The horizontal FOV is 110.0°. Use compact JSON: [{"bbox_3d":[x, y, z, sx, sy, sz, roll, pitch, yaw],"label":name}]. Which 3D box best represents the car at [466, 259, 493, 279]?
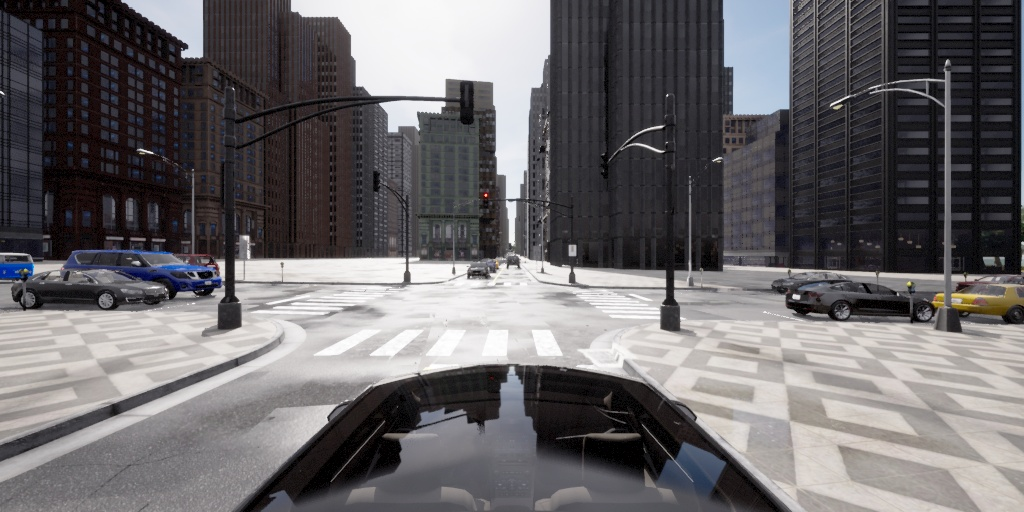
[{"bbox_3d":[-3.035,1.253,33.250,1.837,1.490,4.892,0,0,0],"label":"car"}]

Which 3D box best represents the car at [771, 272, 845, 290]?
[{"bbox_3d":[17.820,1.590,21.208,4.403,1.370,2.007,0,0,0],"label":"car"}]

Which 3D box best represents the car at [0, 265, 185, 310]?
[{"bbox_3d":[-14.758,1.116,12.661,4.403,1.370,2.007,0,0,0],"label":"car"}]

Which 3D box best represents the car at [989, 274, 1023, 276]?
[{"bbox_3d":[29.106,1.765,21.183,4.507,1.381,1.888,0,0,0],"label":"car"}]

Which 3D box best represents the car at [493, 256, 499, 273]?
[{"bbox_3d":[-3.009,1.100,43.502,2.097,1.767,4.553,0,0,0],"label":"car"}]

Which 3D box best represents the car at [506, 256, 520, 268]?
[{"bbox_3d":[0.223,0.969,61.675,2.150,2.045,5.566,0,0,0],"label":"car"}]

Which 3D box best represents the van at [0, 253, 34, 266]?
[{"bbox_3d":[-31.105,0.679,21.224,3.998,1.789,1.690,0,0,0],"label":"van"}]

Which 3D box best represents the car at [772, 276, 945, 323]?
[{"bbox_3d":[12.150,1.523,12.696,4.313,1.339,1.948,0,0,0],"label":"car"}]

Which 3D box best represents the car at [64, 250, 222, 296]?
[{"bbox_3d":[-15.814,0.771,15.419,5.566,2.045,2.150,1,0,0],"label":"car"}]

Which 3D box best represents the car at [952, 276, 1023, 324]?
[{"bbox_3d":[17.962,1.570,12.683,4.829,1.417,1.751,0,0,0],"label":"car"}]

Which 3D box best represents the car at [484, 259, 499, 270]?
[{"bbox_3d":[-2.981,1.225,53.702,1.882,1.535,5.008,0,0,0],"label":"car"}]
